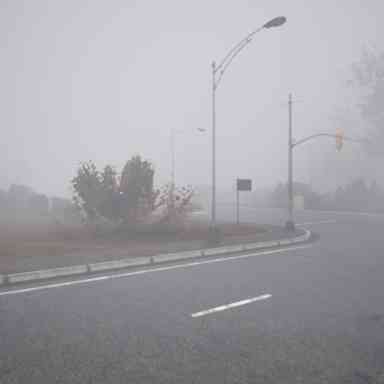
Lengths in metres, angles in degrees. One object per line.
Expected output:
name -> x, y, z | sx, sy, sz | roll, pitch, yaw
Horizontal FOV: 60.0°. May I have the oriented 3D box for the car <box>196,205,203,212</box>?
car -> -0.590, 1.533, 38.210 | 1.994, 1.385, 4.181 | 0, 0, -39
